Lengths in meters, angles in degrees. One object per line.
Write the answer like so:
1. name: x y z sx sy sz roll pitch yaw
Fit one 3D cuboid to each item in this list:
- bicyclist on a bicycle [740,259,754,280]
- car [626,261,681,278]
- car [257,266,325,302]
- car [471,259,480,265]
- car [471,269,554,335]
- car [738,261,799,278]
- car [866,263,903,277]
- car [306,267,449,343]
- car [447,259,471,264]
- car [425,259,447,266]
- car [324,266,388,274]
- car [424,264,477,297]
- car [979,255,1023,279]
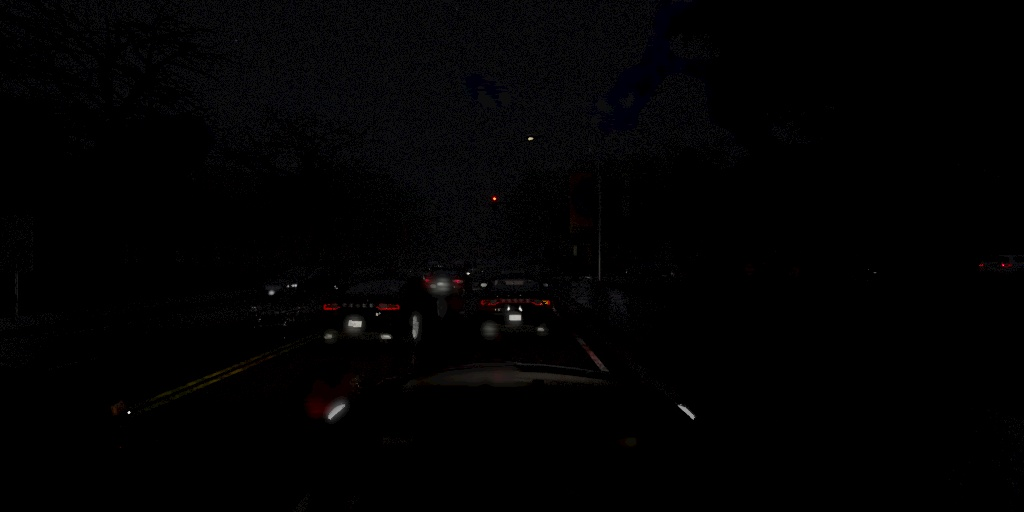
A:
1. bicyclist on a bicycle: 18.086 1.039 27.588 0.582 1.620 1.656 0 0 0
2. car: 13.133 1.232 33.446 4.902 1.511 2.128 0 0 0
3. car: -9.874 1.245 17.174 2.128 1.511 4.902 0 0 0
4. car: -6.679 1.351 57.687 1.994 1.385 4.181 0 0 0
5. car: 0.080 1.229 10.492 1.882 1.535 5.008 0 0 0
6. car: 23.817 1.206 33.449 5.008 1.535 1.882 0 0 0
7. car: 36.172 1.319 33.444 4.718 1.301 1.895 0 0 0
8. car: -3.169 1.229 9.744 1.882 1.535 5.008 0 0 0
9. car: -6.673 1.301 45.502 1.812 1.442 4.674 0 0 0
10. car: -9.924 1.301 45.758 1.812 1.442 4.674 0 0 -1
11. car: -6.625 1.259 17.040 1.837 1.490 4.892 0 0 0
12. car: -3.200 1.319 18.682 1.994 1.385 4.181 0 0 0
13. car: 43.540 0.939 30.554 5.566 2.045 2.150 0 0 0
